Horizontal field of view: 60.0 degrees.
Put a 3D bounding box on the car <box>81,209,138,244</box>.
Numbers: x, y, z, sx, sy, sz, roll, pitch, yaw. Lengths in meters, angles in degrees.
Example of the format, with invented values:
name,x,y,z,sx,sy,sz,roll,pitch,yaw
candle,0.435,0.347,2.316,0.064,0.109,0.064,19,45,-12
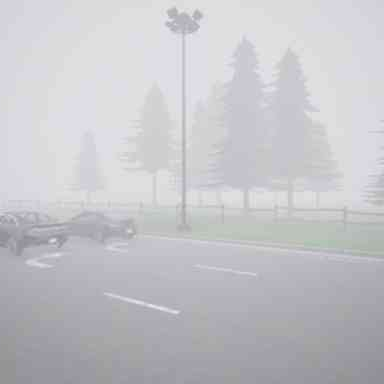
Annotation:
name,x,y,z,sx,sy,sz,roll,pitch,yaw
car,-4.615,1.556,15.885,4.674,1.442,1.812,-1,0,36

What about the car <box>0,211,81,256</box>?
name,x,y,z,sx,sy,sz,roll,pitch,yaw
car,-6.933,1.522,13.242,4.902,1.511,2.128,0,0,35
